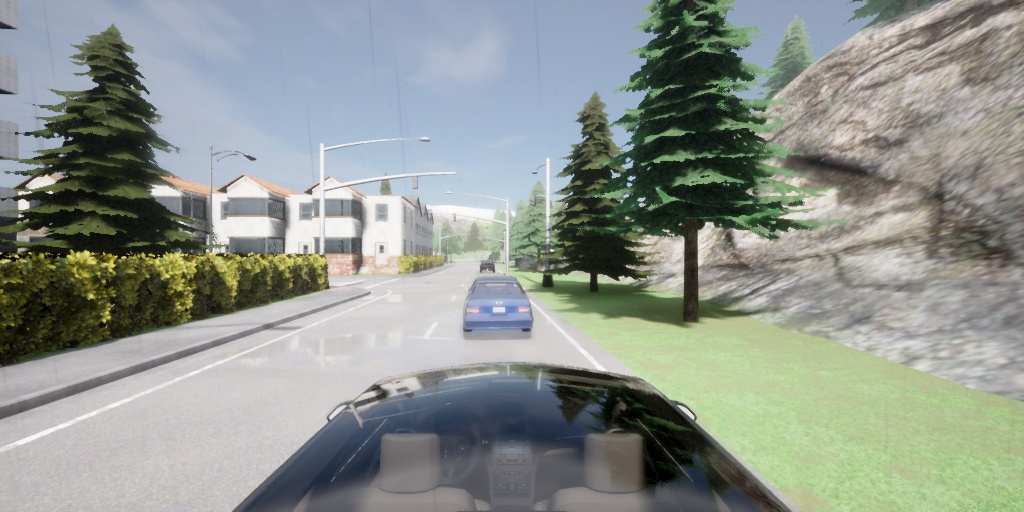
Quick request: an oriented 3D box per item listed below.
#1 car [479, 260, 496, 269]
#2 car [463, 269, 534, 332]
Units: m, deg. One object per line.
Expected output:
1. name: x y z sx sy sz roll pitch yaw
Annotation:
1. car: -3.051 1.255 44.329 1.837 1.490 4.892 0 0 -4
2. car: -0.483 1.297 10.840 2.033 1.411 5.357 0 0 -4
